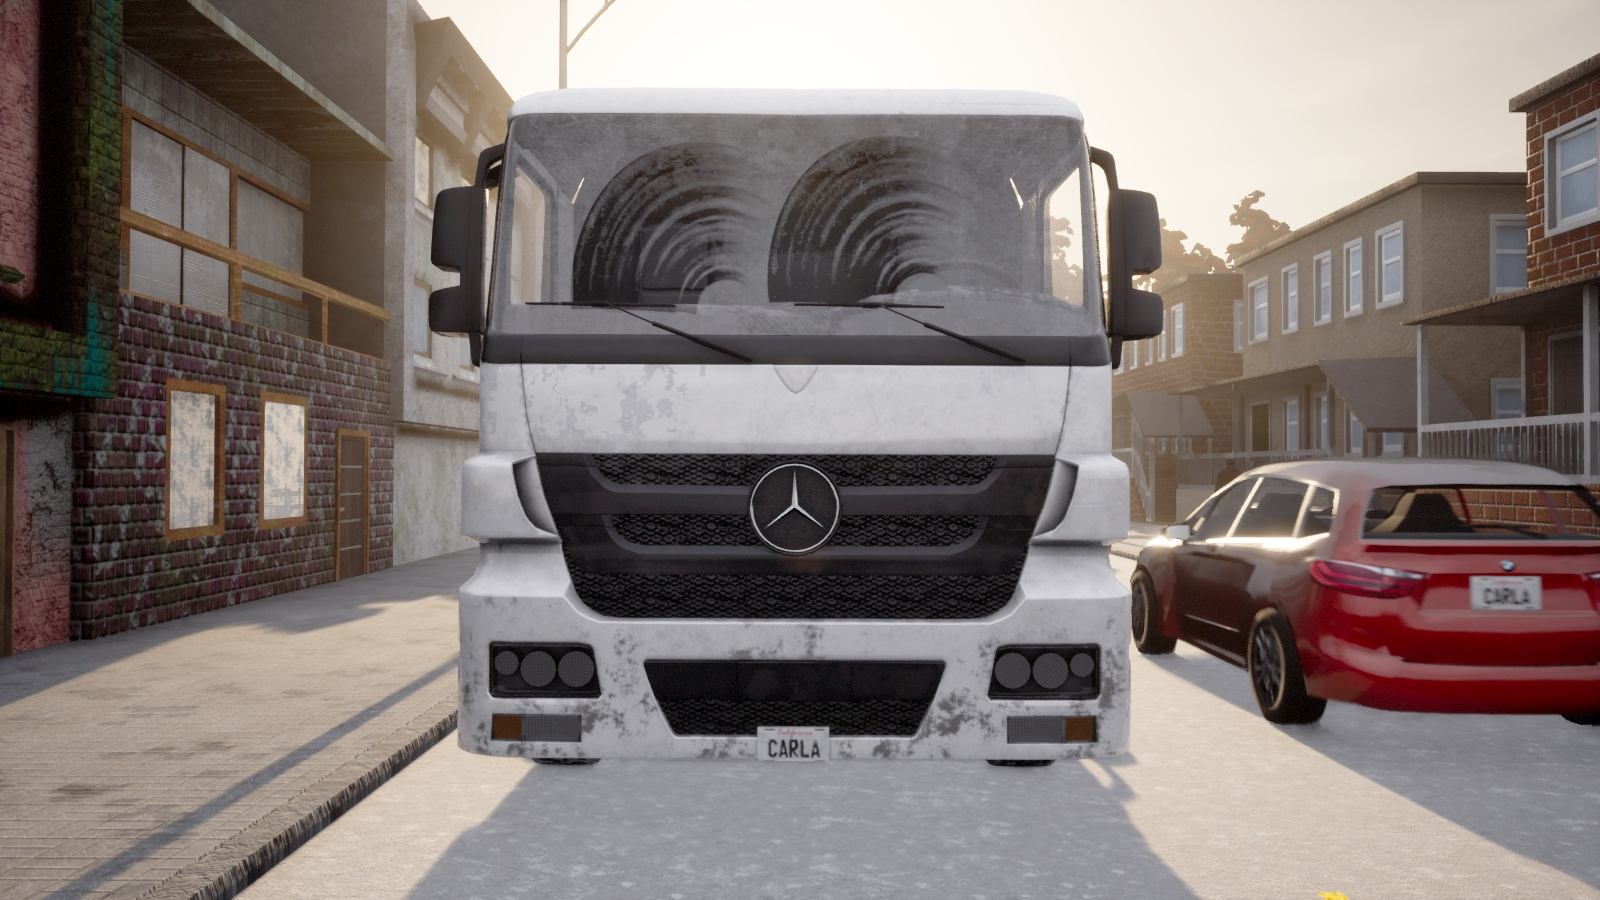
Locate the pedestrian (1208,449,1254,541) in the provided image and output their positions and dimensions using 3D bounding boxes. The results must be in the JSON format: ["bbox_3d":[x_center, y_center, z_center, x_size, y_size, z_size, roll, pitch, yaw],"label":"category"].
[{"bbox_3d":[8.805,0.919,25.670,0.634,1.844,0.899,0,-1,3],"label":"pedestrian"}]

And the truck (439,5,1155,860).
[{"bbox_3d":[-0.025,-0.015,9.072,2.891,3.462,7.936,0,-1,0],"label":"truck"}]

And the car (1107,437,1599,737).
[{"bbox_3d":[3.976,0.799,9.314,2.242,1.667,4.611,0,-1,0],"label":"car"}]
